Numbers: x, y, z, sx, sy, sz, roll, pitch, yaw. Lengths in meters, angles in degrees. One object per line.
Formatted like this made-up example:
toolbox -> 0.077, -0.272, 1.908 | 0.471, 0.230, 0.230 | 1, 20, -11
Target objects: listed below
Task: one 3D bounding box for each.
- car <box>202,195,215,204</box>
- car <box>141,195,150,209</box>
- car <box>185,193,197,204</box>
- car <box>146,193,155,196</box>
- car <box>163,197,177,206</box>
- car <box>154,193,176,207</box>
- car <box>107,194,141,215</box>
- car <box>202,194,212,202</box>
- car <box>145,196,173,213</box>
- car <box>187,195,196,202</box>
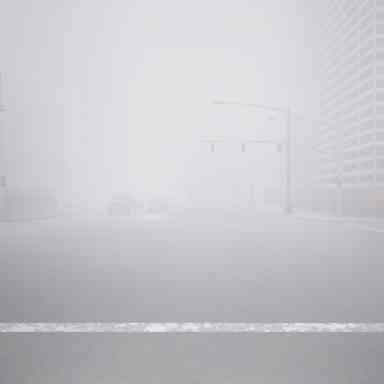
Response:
car -> 3.457, 1.526, 64.730 | 1.812, 1.442, 4.674 | 0, 0, 0
car -> -7.197, 1.547, 44.842 | 2.033, 1.411, 5.357 | 0, 0, 0
car -> -0.137, 1.221, 63.810 | 2.150, 2.045, 5.566 | 0, 0, 0
car -> -7.205, 1.217, 58.709 | 2.150, 2.045, 5.566 | 0, 1, 0
car -> -3.710, 1.564, 56.710 | 1.994, 1.385, 4.181 | 0, 0, 0
car -> -3.696, 1.352, 46.730 | 2.097, 1.767, 4.553 | 0, 0, 0
car -> -7.157, 1.221, 34.590 | 2.150, 2.045, 5.566 | 0, 0, 2
car -> 3.343, 1.355, 74.633 | 2.097, 1.767, 4.553 | 0, 0, 0
car -> -3.681, 1.492, 37.513 | 2.128, 1.511, 4.902 | 0, 0, 0
car -> -0.160, 1.382, 74.481 | 1.994, 1.385, 4.181 | 0, 0, 0
